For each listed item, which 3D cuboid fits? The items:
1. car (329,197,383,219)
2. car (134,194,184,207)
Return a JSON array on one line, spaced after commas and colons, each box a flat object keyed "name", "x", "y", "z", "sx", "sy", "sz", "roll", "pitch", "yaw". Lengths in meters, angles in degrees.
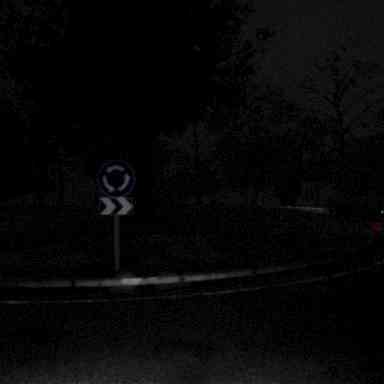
[{"name": "car", "x": 12.059, "y": 1.071, "z": 24.275, "sx": 2.128, "sy": 1.511, "sz": 4.902, "roll": 0, "pitch": 1, "yaw": -11}, {"name": "car", "x": -3.535, "y": 0.937, "z": 36.329, "sx": 5.357, "sy": 1.411, "sz": 2.033, "roll": 0, "pitch": 1, "yaw": -1}]
